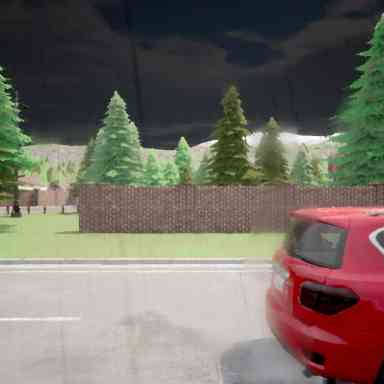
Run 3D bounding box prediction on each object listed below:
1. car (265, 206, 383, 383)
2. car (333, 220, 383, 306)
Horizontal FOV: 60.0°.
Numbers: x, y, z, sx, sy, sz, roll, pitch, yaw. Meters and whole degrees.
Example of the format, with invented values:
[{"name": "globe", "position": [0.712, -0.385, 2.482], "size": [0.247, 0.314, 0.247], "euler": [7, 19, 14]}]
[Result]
[{"name": "car", "position": [3.743, 1.220, 4.102], "size": [5.566, 2.045, 2.150], "euler": [0, 0, -1]}, {"name": "car", "position": [6.136, 1.494, 7.631], "size": [4.902, 1.511, 2.128], "euler": [0, 0, -1]}]
